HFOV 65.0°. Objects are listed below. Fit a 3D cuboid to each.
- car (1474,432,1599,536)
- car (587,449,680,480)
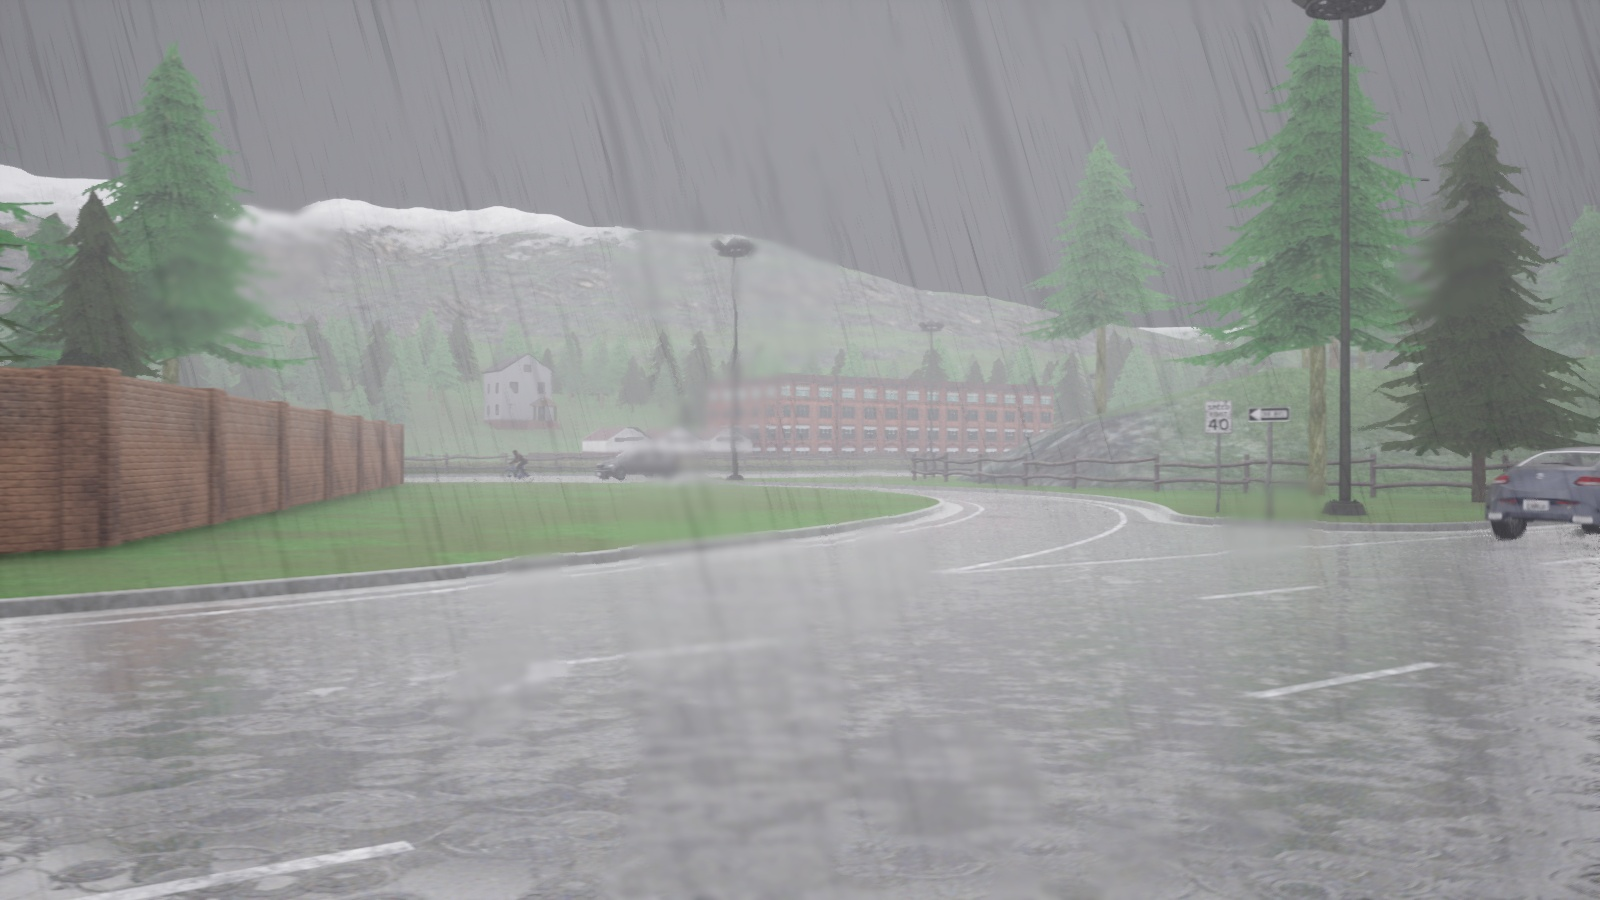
[{"bbox_3d":[14.251,0.547,22.108,5.027,1.651,2.152,0,0,-35],"label":"car"},{"bbox_3d":[-9.171,0.778,69.311,4.611,1.667,2.242,0,0,-35],"label":"car"}]
